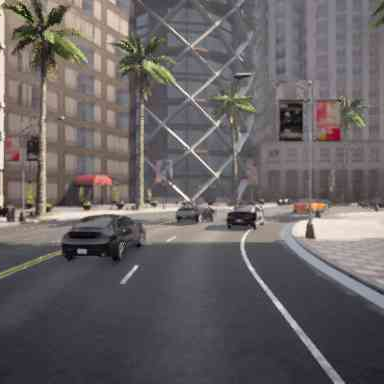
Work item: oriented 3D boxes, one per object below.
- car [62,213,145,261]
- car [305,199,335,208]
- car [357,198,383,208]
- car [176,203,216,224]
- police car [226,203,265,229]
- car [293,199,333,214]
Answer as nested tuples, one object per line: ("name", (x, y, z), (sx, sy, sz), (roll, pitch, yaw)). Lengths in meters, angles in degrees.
("car", (-3.119, 1.572, 12.592), (1.837, 1.490, 4.892), (0, 0, 6))
("car", (20.733, 1.845, 53.969), (4.181, 1.385, 1.994), (0, 0, -16))
("car", (28.391, 1.776, 52.007), (4.892, 1.490, 1.837), (0, -1, -6))
("car", (0.420, 1.630, 26.447), (2.128, 1.511, 4.902), (0, 0, 24))
("police car", (3.762, 1.544, 22.685), (1.930, 1.638, 5.238), (0, 0, 20))
("car", (13.931, 1.554, 38.933), (4.553, 1.767, 2.097), (0, 0, -37))
